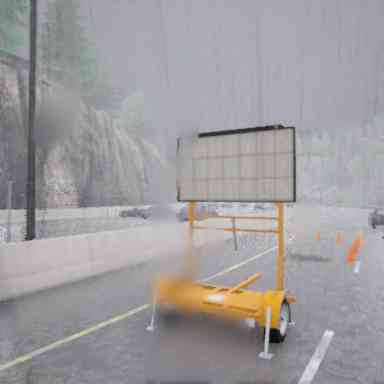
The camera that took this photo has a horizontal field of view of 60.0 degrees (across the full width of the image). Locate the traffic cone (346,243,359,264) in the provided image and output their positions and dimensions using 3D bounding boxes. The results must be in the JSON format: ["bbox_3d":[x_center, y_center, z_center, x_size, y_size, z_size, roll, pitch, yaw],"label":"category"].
[{"bbox_3d":[5.632,2.198,11.765,0.340,0.580,0.340,-1,-1,30],"label":"traffic cone"}]

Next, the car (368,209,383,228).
[{"bbox_3d":[15.112,2.066,26.275,1.812,1.442,4.674,0,-1,24],"label":"car"}]

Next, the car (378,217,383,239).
[{"bbox_3d":[6.351,1.680,8.983,2.128,1.511,4.902,-1,-1,30],"label":"car"}]

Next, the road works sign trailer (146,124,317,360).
[{"bbox_3d":[0.864,0.597,6.461,2.380,3.560,2.880,-1,-1,30],"label":"road works sign trailer"}]

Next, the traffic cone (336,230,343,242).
[{"bbox_3d":[7.746,2.314,17.468,0.340,0.580,0.340,-1,-1,30],"label":"traffic cone"}]

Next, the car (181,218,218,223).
[{"bbox_3d":[0.823,2.128,29.022,2.033,1.411,5.357,0,-1,25],"label":"car"}]

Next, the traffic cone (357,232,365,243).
[{"bbox_3d":[7.620,2.269,15.236,0.340,0.580,0.340,-1,-1,30],"label":"traffic cone"}]

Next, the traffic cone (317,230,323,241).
[{"bbox_3d":[6.878,2.323,17.965,0.340,0.580,0.340,-1,-1,30],"label":"traffic cone"}]

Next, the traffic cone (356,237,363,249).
[{"bbox_3d":[6.626,2.234,13.501,0.340,0.580,0.340,-1,-1,30],"label":"traffic cone"}]
